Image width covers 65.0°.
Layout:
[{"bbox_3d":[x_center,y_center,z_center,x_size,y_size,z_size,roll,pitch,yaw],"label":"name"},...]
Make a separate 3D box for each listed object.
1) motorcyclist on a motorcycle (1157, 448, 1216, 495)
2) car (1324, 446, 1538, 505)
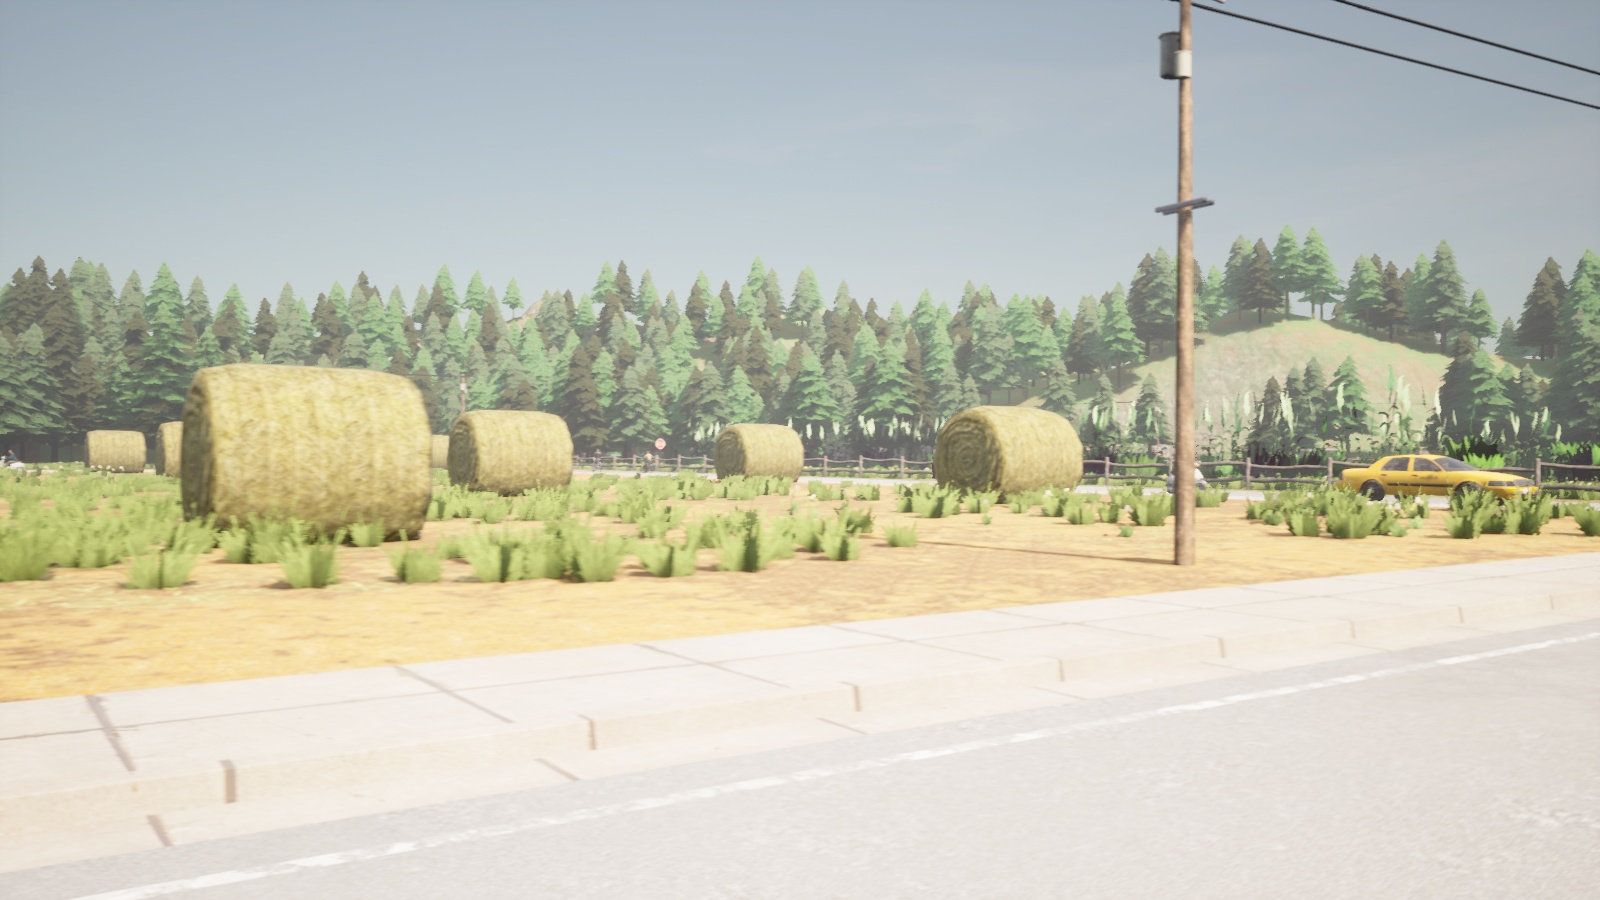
[{"bbox_3d":[13.483,0.742,43.847,0.866,1.590,1.817,0,0,-32],"label":"motorcyclist on a motorcycle"},{"bbox_3d":[18.125,0.700,36.371,1.801,1.575,5.366,0,0,-32],"label":"car"}]
